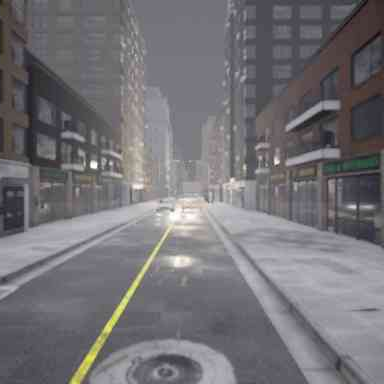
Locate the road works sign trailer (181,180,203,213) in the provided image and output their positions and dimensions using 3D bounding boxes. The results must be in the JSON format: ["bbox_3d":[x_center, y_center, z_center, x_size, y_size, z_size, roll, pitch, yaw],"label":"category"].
[{"bbox_3d":[-0.008,0.439,37.103,2.380,3.560,2.880,0,0,0],"label":"road works sign trailer"}]

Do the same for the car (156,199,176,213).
[{"bbox_3d":[-2.851,1.501,36.496,1.812,1.442,4.674,0,0,0],"label":"car"}]
